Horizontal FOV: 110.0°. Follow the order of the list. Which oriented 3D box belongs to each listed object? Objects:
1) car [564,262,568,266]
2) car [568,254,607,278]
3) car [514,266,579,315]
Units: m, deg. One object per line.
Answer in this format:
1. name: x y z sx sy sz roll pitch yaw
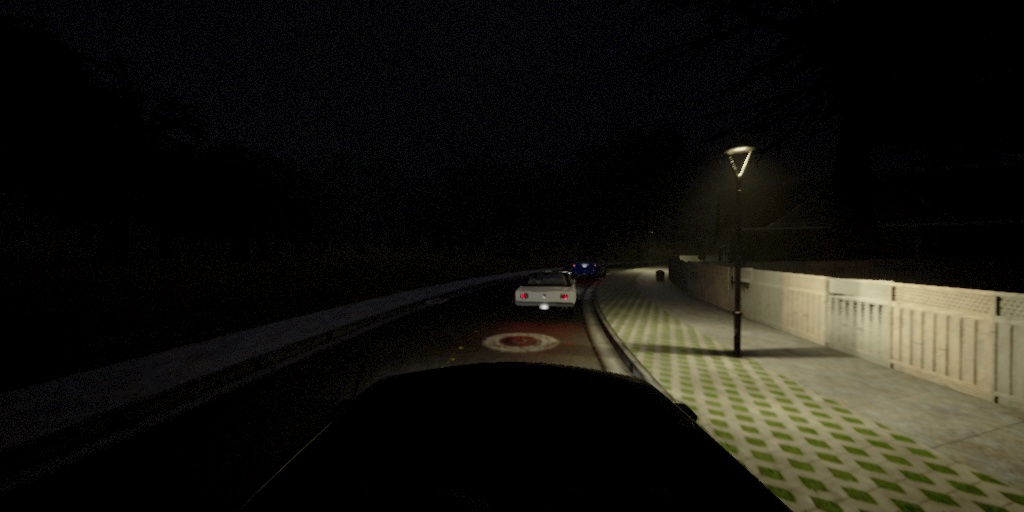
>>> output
1. car: 7.033 0.829 36.931 2.033 1.411 5.357 0 1 30
2. car: 6.251 0.747 28.676 2.097 1.767 4.553 0 1 23
3. car: 1.386 1.230 13.136 1.895 1.301 4.718 0 1 10
